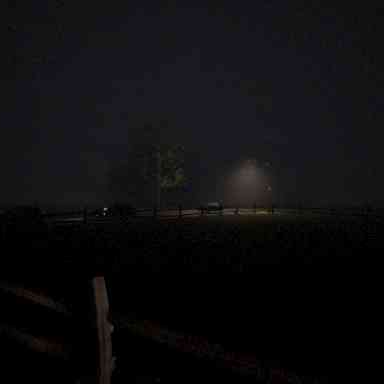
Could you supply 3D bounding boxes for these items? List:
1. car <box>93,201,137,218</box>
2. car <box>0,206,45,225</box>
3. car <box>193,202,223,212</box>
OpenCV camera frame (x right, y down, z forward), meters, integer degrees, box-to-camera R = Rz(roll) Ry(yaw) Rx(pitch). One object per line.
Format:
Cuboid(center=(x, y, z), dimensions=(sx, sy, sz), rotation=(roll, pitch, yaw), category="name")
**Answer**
Cuboid(center=(-7.852, 1.719, 34.216), dimensions=(2.097, 1.767, 4.553), rotation=(0, -1, 38), category="car")
Cuboid(center=(-13.920, 1.784, 26.401), dimensions=(1.994, 1.385, 4.181), rotation=(0, -1, 37), category="car")
Cuboid(center=(2.341, 2.155, 47.314), dimensions=(2.033, 1.411, 5.357), rotation=(0, -1, 38), category="car")
